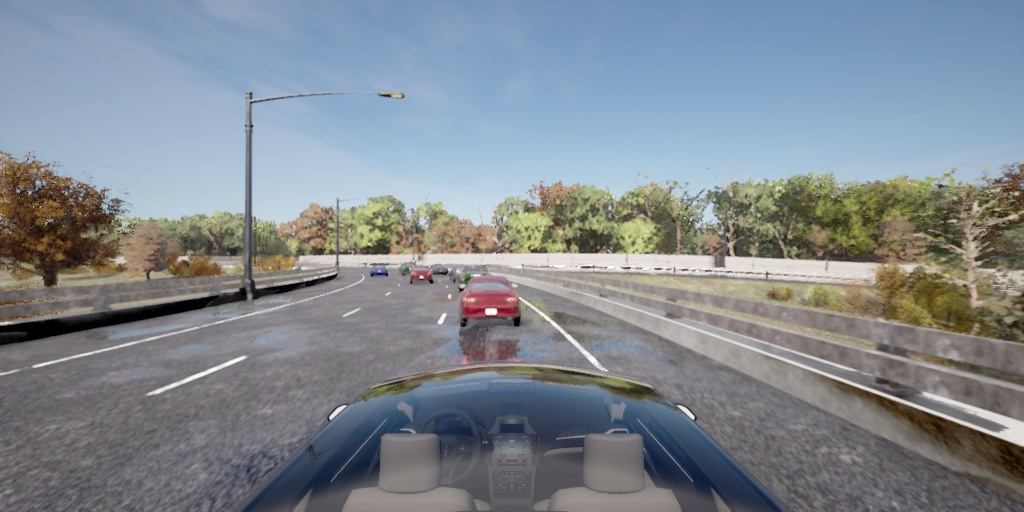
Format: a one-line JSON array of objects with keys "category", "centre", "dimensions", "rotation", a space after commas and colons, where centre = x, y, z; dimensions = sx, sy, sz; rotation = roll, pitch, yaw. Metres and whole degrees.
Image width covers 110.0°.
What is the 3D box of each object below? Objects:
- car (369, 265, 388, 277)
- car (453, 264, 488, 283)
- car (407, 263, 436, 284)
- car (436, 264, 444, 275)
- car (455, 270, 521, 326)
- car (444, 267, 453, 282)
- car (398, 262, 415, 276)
[{"category": "car", "centre": [-16.308, 1.749, 43.836], "dimensions": [1.994, 1.385, 4.181], "rotation": [0, 0, -23]}, {"category": "car", "centre": [-2.497, 1.312, 23.230], "dimensions": [2.097, 1.767, 4.553], "rotation": [0, 0, -11]}, {"category": "car", "centre": [-7.869, 1.571, 30.988], "dimensions": [1.812, 1.442, 4.674], "rotation": [0, -1, -15]}, {"category": "car", "centre": [-9.482, 1.752, 45.664], "dimensions": [1.994, 1.385, 4.181], "rotation": [0, 0, -23]}, {"category": "car", "centre": [-0.770, 1.375, 12.048], "dimensions": [1.812, 1.442, 4.674], "rotation": [0, -1, -5]}, {"category": "car", "centre": [-4.607, 1.598, 32.355], "dimensions": [2.033, 1.411, 5.357], "rotation": [0, -1, -16]}, {"category": "car", "centre": [-12.983, 1.538, 44.930], "dimensions": [2.097, 1.767, 4.553], "rotation": [0, -1, -23]}]
